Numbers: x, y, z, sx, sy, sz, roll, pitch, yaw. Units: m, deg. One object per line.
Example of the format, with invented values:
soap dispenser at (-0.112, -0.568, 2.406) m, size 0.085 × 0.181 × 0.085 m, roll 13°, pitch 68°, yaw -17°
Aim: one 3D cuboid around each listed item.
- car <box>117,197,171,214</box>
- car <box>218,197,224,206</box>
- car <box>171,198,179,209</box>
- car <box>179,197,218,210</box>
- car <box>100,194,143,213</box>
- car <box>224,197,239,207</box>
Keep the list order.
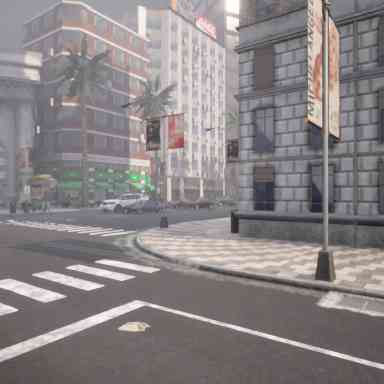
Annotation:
car at (-5.056, 1.547, 35.651) m, size 2.033 × 1.411 × 5.357 m, roll 0°, pitch 0°, yaw 36°
car at (4.881, 1.492, 53.605) m, size 4.902 × 1.511 × 2.128 m, roll 0°, pitch 0°, yaw -44°
car at (-1.771, 1.526, 45.847) m, size 1.812 × 1.442 × 4.674 m, roll 0°, pitch 0°, yaw 37°
car at (0.907, 1.478, 43.629) m, size 1.882 × 1.535 × 5.008 m, roll 0°, pitch 0°, yaw 38°
car at (-7.771, 1.221, 37.844) m, size 2.150 × 2.045 × 5.566 m, roll 0°, pitch 0°, yaw 36°
car at (7.438, 1.564, 51.225) m, size 4.181 × 1.385 × 1.994 m, roll 0°, pitch 0°, yaw -43°
